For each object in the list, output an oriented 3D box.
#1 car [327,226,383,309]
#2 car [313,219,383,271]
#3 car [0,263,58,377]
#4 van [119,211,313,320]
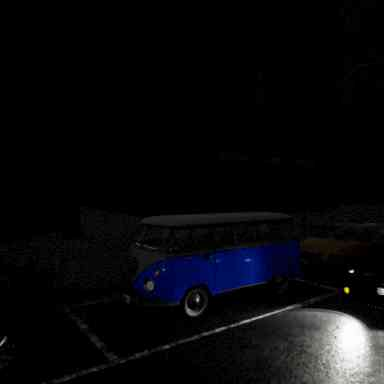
[{"bbox_3d":[4.980,1.560,6.931,4.181,1.385,1.994,0,0,-35],"label":"car"},{"bbox_3d":[4.844,1.520,10.109,4.829,1.417,1.752,0,0,-36],"label":"car"},{"bbox_3d":[-3.870,1.566,3.891,4.313,1.339,1.947,0,0,-36],"label":"car"},{"bbox_3d":[0.556,1.339,7.049,3.998,1.788,1.690,0,0,-36],"label":"van"}]
